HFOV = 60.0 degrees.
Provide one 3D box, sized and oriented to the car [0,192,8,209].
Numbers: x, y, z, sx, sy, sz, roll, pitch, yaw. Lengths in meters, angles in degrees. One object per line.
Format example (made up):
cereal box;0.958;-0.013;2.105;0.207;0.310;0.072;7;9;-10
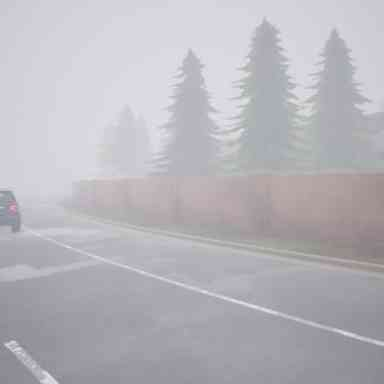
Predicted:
car;-19.280;0.793;32.493;1.837;1.490;4.892;-1;2;-24

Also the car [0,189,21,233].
car;-9.911;0.864;16.244;2.150;2.045;5.566;-2;2;-36
